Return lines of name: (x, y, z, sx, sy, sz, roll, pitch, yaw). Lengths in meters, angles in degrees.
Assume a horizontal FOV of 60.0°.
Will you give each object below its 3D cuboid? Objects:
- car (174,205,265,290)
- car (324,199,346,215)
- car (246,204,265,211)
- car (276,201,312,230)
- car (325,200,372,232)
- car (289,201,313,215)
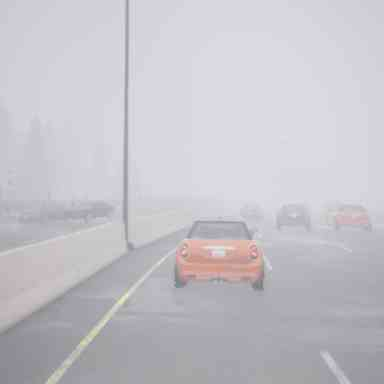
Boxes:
car: (0.823, 1.416, 9.579, 2.097, 1.767, 4.553, 0, 0, 6)
car: (16.974, 1.708, 39.349, 2.097, 1.767, 4.553, 0, 0, 26)
car: (5.532, 1.786, 30.391, 1.994, 1.385, 4.181, 0, 0, 18)
car: (6.846, 1.537, 22.718, 2.097, 1.767, 4.553, 0, 0, 14)
car: (10.344, 1.558, 22.214, 2.097, 1.767, 4.553, 0, 0, 15)
car: (12.809, 1.815, 38.886, 2.128, 1.511, 4.902, 0, 0, 25)
